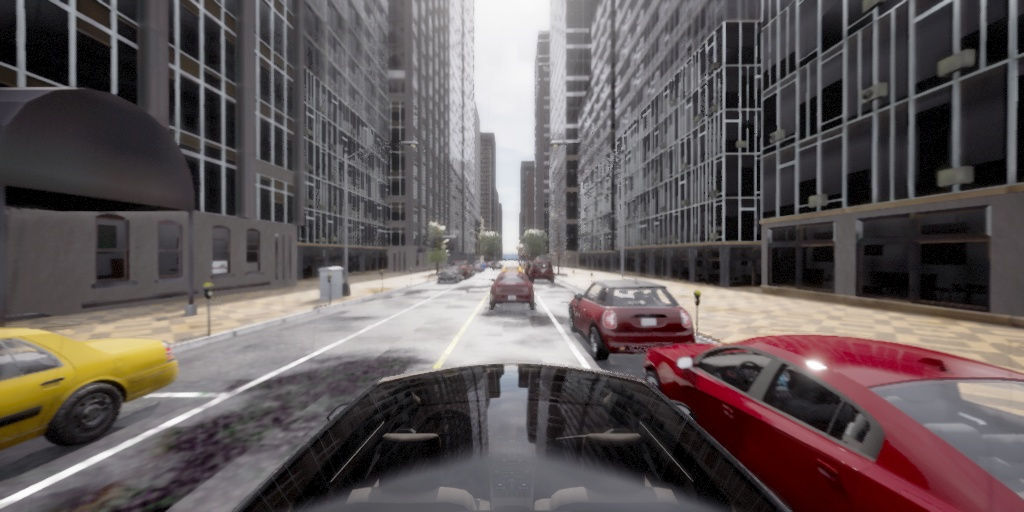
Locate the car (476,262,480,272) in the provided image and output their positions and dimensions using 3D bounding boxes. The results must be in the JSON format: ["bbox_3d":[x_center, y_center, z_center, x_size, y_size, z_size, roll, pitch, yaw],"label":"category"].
[{"bbox_3d":[-5.320,1.700,42.387,2.007,1.370,4.403,0,0,0],"label":"car"}]

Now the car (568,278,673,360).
[{"bbox_3d":[2.531,1.256,8.526,1.967,1.591,4.097,0,0,0],"label":"car"}]

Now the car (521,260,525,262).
[{"bbox_3d":[2.528,1.464,42.417,2.192,1.841,5.009,0,0,0],"label":"car"}]

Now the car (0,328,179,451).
[{"bbox_3d":[-5.316,1.286,2.680,1.751,1.417,4.829,0,0,0],"label":"car"}]

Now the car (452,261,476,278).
[{"bbox_3d":[-5.320,1.407,36.738,2.192,1.841,5.009,0,0,0],"label":"car"}]

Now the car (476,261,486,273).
[{"bbox_3d":[-5.321,1.846,53.683,1.802,1.307,4.207,0,0,0],"label":"car"}]

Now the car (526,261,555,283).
[{"bbox_3d":[2.529,1.351,31.120,2.192,1.841,5.009,0,0,0],"label":"car"}]

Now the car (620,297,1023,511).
[{"bbox_3d":[2.531,1.307,2.878,1.888,1.381,4.507,0,0,0],"label":"car"}]

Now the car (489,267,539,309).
[{"bbox_3d":[0.024,1.411,15.744,1.812,1.442,4.674,0,0,1],"label":"car"}]

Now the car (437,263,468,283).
[{"bbox_3d":[-5.319,1.586,31.090,2.007,1.370,4.403,0,0,0],"label":"car"}]

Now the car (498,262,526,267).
[{"bbox_3d":[0.027,1.514,31.103,1.882,1.535,5.008,0,0,1],"label":"car"}]

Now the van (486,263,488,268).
[{"bbox_3d":[-5.322,1.662,59.331,1.690,1.789,3.998,0,0,0],"label":"van"}]
